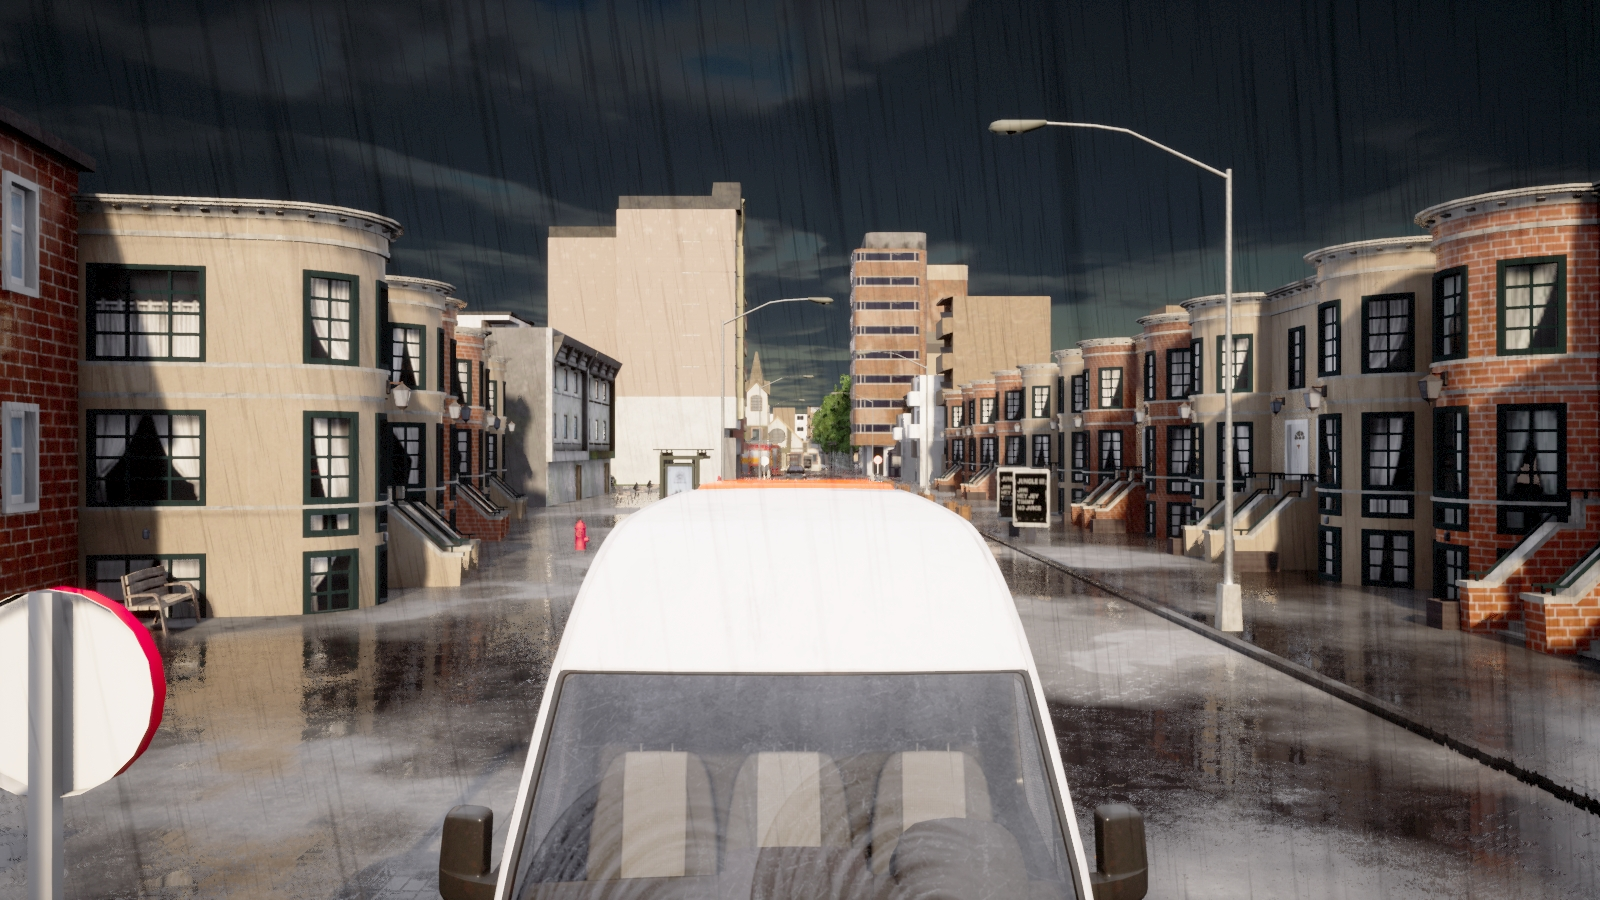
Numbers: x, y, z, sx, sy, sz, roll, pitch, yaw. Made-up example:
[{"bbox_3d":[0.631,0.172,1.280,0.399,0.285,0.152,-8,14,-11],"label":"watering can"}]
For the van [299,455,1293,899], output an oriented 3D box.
[{"bbox_3d":[-0.019,1.314,5.243,1.988,2.561,5.915,0,0,0],"label":"van"}]
